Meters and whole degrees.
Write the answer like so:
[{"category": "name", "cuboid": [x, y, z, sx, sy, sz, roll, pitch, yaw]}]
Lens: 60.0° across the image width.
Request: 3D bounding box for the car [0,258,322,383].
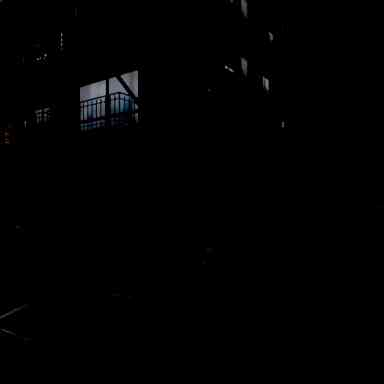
[{"category": "car", "cuboid": [-0.884, 1.566, 3.503, 4.313, 1.339, 1.947, 0, 0, 35]}]
